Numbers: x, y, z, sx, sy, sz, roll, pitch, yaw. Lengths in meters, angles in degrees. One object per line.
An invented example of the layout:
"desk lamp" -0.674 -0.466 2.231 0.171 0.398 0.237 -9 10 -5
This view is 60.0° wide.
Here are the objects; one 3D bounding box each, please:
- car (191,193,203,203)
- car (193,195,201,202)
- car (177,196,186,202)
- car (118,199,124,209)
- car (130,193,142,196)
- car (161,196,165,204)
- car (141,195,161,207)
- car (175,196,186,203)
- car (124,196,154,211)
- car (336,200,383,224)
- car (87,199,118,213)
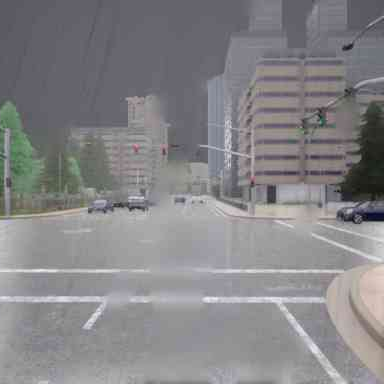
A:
"car" 1.024 1.221 66.939 2.150 2.045 5.566 0 0 1
"car" 1.117 1.521 76.625 1.812 1.442 4.674 0 0 1
"car" -2.382 1.593 76.688 1.895 1.301 4.718 0 0 1
"car" -9.781 1.601 45.517 1.895 1.301 4.718 0 0 1
"car" -9.656 1.223 57.186 2.150 2.045 5.566 0 0 1
"car" -6.097 1.477 61.486 1.882 1.535 5.008 0 0 1
"car" -6.240 1.564 49.502 1.994 1.385 4.181 0 0 0
"car" -2.472 1.477 67.289 1.882 1.535 5.008 0 0 1
"car" -6.333 1.547 40.295 2.033 1.411 5.357 0 0 1
"car" 12.943 1.352 24.092 4.553 1.767 2.097 0 0 1
"car" -9.854 1.526 36.417 1.812 1.442 4.674 0 0 1
